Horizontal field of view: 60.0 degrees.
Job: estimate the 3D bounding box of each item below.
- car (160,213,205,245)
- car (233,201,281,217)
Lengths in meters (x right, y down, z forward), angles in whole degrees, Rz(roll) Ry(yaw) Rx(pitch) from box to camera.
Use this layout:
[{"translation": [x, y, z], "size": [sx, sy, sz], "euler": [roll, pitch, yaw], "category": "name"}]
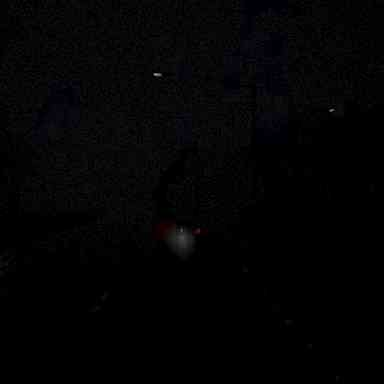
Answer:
[{"translation": [-0.516, 1.650, 15.811], "size": [1.895, 1.301, 4.718], "euler": [0, 0, -3], "category": "car"}, {"translation": [6.355, 1.591, 32.259], "size": [5.008, 1.535, 1.882], "euler": [0, -4, -29], "category": "car"}]
